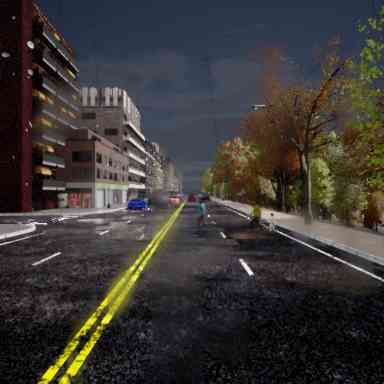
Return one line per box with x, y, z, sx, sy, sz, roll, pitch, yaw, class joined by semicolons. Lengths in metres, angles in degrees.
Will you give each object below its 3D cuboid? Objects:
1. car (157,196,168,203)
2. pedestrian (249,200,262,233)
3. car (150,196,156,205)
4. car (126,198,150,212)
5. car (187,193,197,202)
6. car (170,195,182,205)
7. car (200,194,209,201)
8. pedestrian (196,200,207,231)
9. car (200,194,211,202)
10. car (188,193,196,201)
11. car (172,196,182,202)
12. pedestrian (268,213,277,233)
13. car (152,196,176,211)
-6.513;1.614;73.366;1.895;1.301;4.718;0;0;0;car
3.398;1.295;17.809;0.375;1.860;0.375;0;0;0;pedestrian
-6.588;1.490;58.210;1.882;1.535;5.008;0;0;0;car
-6.605;1.483;40.085;1.882;1.535;5.008;0;0;0;car
-0.012;1.491;74.137;1.882;1.535;5.008;0;0;0;car
-3.338;1.364;58.960;2.097;1.767;4.553;0;0;0;car
3.236;1.293;84.524;2.097;1.767;4.553;0;0;0;car
0.542;1.295;19.009;0.375;1.860;0.375;0;0;0;pedestrian
3.237;1.513;74.138;1.837;1.490;4.892;0;0;0;car
-0.015;1.163;84.583;2.150;2.045;5.566;0;0;0;car
-3.263;1.569;74.050;1.994;1.385;4.181;0;0;0;car
4.480;1.675;18.409;0.500;1.100;0.500;0;0;0;pedestrian
-3.354;1.569;40.555;1.994;1.385;4.181;0;0;0;car
